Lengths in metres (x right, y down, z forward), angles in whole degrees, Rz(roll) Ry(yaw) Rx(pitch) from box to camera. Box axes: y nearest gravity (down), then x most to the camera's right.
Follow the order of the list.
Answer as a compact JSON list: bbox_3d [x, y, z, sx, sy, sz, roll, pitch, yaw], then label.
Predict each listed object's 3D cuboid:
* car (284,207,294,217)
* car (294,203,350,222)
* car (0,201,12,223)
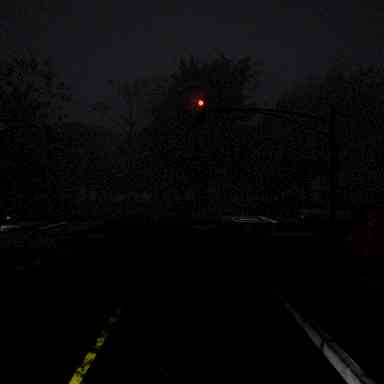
[{"bbox_3d":[10.710,1.651,29.596,4.718,1.301,1.895,0,0,0],"label":"car"},{"bbox_3d":[10.908,1.648,26.338,4.718,1.301,1.895,0,0,-1],"label":"car"},{"bbox_3d":[-14.896,1.472,22.807,4.674,1.442,1.812,0,0,0],"label":"car"}]
